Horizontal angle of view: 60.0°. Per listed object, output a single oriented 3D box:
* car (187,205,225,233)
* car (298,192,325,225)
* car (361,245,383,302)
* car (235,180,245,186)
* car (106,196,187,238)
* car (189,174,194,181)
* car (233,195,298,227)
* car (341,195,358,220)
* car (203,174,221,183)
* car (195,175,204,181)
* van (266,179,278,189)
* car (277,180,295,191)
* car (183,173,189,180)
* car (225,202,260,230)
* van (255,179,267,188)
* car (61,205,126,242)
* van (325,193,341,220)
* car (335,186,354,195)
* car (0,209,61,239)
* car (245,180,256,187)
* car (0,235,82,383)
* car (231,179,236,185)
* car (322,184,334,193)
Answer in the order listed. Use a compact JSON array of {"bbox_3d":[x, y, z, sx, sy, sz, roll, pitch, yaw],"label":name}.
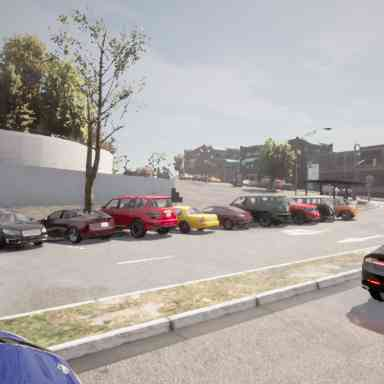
[{"bbox_3d":[-1.037,1.503,19.661,5.366,1.575,1.946,-1,-1,35],"label":"car"},{"bbox_3d":[6.514,1.267,24.747,5.566,2.045,2.435,-1,-1,35],"label":"car"},{"bbox_3d":[5.522,1.501,7.059,4.902,1.511,2.128,0,0,-35],"label":"car"},{"bbox_3d":[12.586,-2.043,76.400,2.002,1.452,4.674,7,4,35],"label":"car"},{"bbox_3d":[-3.358,1.248,17.835,5.566,2.045,2.435,-1,-1,35],"label":"car"},{"bbox_3d":[2.101,-3.850,91.104,2.185,1.767,4.553,6,3,34],"label":"car"},{"bbox_3d":[3.999,1.263,23.043,5.566,2.045,2.435,-1,-1,35],"label":"car"},{"bbox_3d":[11.463,1.403,28.164,4.553,1.767,2.185,-1,-1,35],"label":"car"},{"bbox_3d":[5.744,-3.176,86.376,1.946,1.575,5.366,7,3,34],"label":"car"},{"bbox_3d":[3.894,-3.698,88.637,2.435,2.045,5.566,7,3,34],"label":"car"},{"bbox_3d":[17.716,-1.491,68.874,1.878,1.987,4.442,7,4,35],"label":"van"},{"bbox_3d":[19.474,-0.992,66.511,2.231,1.521,4.892,7,3,35],"label":"car"},{"bbox_3d":[0.373,-4.085,93.575,2.185,1.767,4.553,4,1,33],"label":"car"},{"bbox_3d":[1.571,1.549,21.287,4.674,1.452,2.002,-1,-1,35],"label":"car"},{"bbox_3d":[15.988,-1.764,71.346,1.878,1.987,4.442,7,4,35],"label":"van"},{"bbox_3d":[-5.803,1.525,16.091,4.792,1.488,2.163,-1,-1,35],"label":"car"},{"bbox_3d":[9.053,1.297,26.415,4.442,1.987,1.878,-1,-1,35],"label":"van"},{"bbox_3d":[26.370,0.136,56.649,2.002,1.452,4.674,7,3,35],"label":"car"},{"bbox_3d":[-8.224,1.494,14.346,4.892,1.521,2.231,-1,-1,35],"label":"car"},{"bbox_3d":[14.416,-1.812,74.078,1.946,1.575,5.366,7,3,35],"label":"car"},{"bbox_3d":[-2.616,1.351,1.266,4.553,1.767,2.097,0,0,-35],"label":"car"},{"bbox_3d":[10.845,-2.317,78.863,2.002,1.452,4.674,7,3,35],"label":"car"},{"bbox_3d":[24.681,-0.426,59.122,2.435,2.045,5.566,7,3,35],"label":"car"}]
